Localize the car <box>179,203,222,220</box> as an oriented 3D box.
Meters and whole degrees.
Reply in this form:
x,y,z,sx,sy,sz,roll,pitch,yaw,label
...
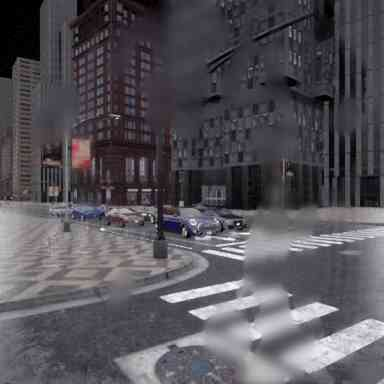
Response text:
x,y,z,sx,sy,sz,roll,pitch,yaw,label
0.764,1.969,35.135,1.882,1.535,5.008,0,-1,-36,car

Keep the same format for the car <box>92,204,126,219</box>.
x,y,z,sx,sy,sz,roll,pitch,yaw,label
-9.534,2.154,38.000,2.128,1.511,4.902,0,-1,-36,car

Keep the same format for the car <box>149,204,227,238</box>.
x,y,z,sx,sy,sz,roll,pitch,yaw,label
-0.361,1.636,19.612,2.097,1.767,4.553,0,-1,-35,car

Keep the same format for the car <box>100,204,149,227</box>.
x,y,z,sx,sy,sz,roll,pitch,yaw,label
-5.514,1.976,26.825,1.812,1.442,4.674,0,-1,-36,car

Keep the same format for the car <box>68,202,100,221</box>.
x,y,z,sx,sy,sz,roll,pitch,yaw,label
-10.910,2.104,34.342,1.882,1.535,5.008,0,-1,-36,car

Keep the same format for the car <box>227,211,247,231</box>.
x,y,z,sx,sy,sz,roll,pitch,yaw,label
1.712,1.861,22.331,1.994,1.385,4.181,0,-1,-36,car

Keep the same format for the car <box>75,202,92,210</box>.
x,y,z,sx,sy,sz,roll,pitch,yaw,label
-21.714,2.752,66.434,1.812,1.442,4.674,0,-1,-36,car

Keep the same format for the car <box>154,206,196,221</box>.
x,y,z,sx,sy,sz,roll,pitch,yaw,label
-1.783,2.095,33.110,1.895,1.301,4.718,0,-1,-36,car

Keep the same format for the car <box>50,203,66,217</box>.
x,y,z,sx,sy,sz,roll,pitch,yaw,label
-16.680,2.417,42.432,1.895,1.301,4.718,0,-1,-35,car

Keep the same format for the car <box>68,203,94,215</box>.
x,y,z,sx,sy,sz,roll,pitch,yaw,label
-15.573,2.353,46.492,2.128,1.511,4.902,0,-1,-35,car
